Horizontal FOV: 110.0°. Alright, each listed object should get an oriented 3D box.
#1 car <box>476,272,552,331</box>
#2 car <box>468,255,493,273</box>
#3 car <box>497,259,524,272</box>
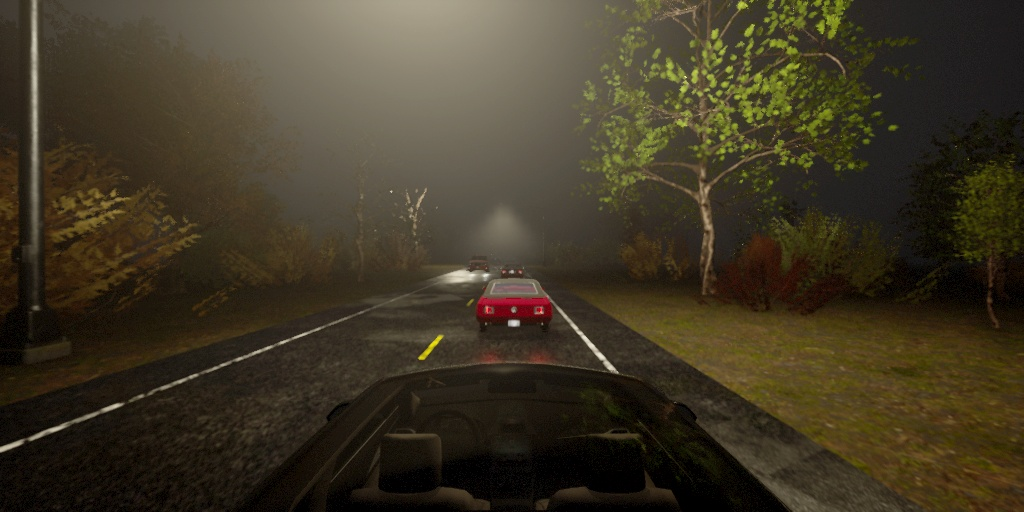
[{"bbox_3d":[0.061,1.330,10.876,1.895,1.301,4.718,0,0,0],"label":"car"},{"bbox_3d":[-3.741,0.865,41.457,2.150,2.045,5.566,0,1,-1],"label":"car"},{"bbox_3d":[0.021,1.232,29.304,2.033,1.411,5.357,0,0,0],"label":"car"}]
